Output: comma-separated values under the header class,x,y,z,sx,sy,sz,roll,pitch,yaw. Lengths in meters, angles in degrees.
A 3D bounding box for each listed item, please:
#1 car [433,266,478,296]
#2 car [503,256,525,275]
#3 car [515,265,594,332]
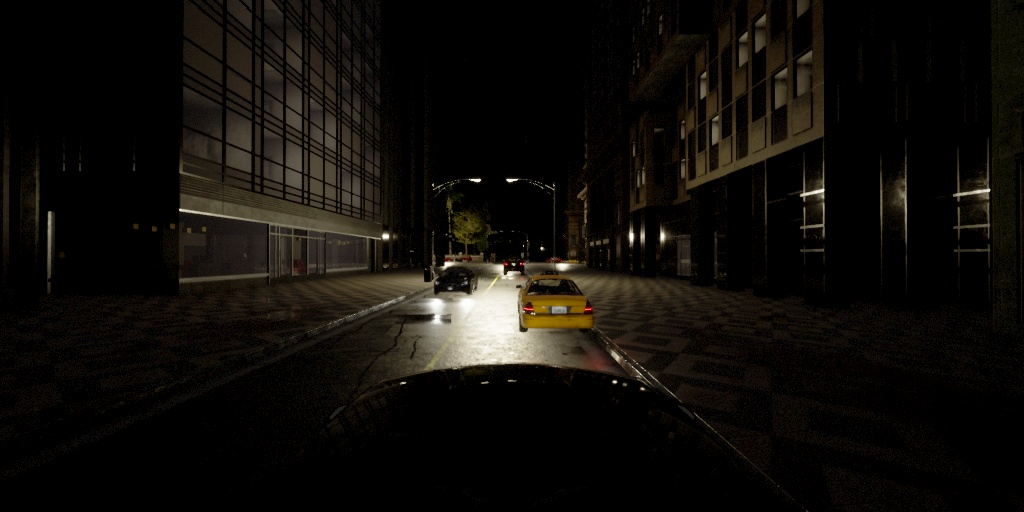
class,x,y,z,sx,sy,sz,roll,pitch,yaw
car,-2.923,1.277,19.347,1.812,1.442,4.674,0,0,0
car,0.233,0.976,38.290,2.150,2.045,5.566,0,0,1
car,1.089,1.206,10.740,1.801,1.575,5.366,0,0,0
